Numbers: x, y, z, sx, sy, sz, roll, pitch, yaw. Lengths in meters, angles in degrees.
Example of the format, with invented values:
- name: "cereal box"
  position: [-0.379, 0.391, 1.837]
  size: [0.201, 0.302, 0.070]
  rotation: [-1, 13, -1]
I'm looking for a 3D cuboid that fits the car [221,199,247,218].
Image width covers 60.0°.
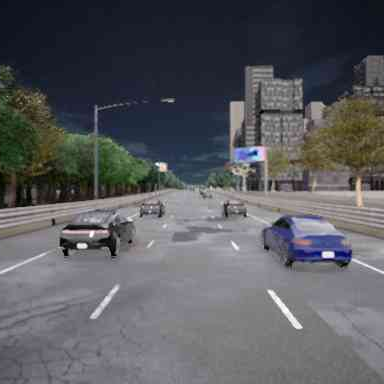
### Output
- name: "car"
  position: [3.612, 1.380, 29.223]
  size: [2.128, 1.511, 4.902]
  rotation: [0, 0, 0]

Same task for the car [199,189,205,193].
- name: "car"
  position: [3.539, 0.515, 85.661]
  size: [2.033, 1.411, 5.357]
  rotation: [0, 1, 0]

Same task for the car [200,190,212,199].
- name: "car"
  position: [3.534, 0.767, 74.667]
  size: [1.994, 1.385, 4.181]
  rotation: [0, 1, 0]

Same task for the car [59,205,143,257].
- name: "car"
  position: [-3.394, 1.446, 12.695]
  size: [2.128, 1.511, 4.902]
  rotation: [0, 0, 0]

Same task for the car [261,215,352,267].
- name: "car"
  position: [3.604, 1.486, 11.098]
  size: [1.812, 1.442, 4.674]
  rotation: [0, 0, 0]

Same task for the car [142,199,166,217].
- name: "car"
  position: [-3.388, 1.380, 29.238]
  size: [2.128, 1.511, 4.902]
  rotation: [0, 0, 0]
